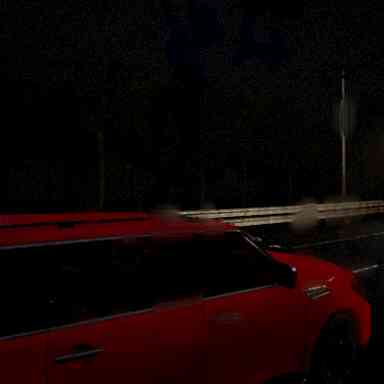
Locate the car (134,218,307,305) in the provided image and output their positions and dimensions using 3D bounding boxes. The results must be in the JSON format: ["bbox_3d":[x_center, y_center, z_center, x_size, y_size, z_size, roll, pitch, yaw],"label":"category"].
[{"bbox_3d":[0.838,1.549,8.646,4.181,1.385,1.994,0,0,-36],"label":"car"}]

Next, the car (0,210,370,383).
[{"bbox_3d":[-0.435,1.217,3.438,5.566,2.045,2.150,0,0,-36],"label":"car"}]
